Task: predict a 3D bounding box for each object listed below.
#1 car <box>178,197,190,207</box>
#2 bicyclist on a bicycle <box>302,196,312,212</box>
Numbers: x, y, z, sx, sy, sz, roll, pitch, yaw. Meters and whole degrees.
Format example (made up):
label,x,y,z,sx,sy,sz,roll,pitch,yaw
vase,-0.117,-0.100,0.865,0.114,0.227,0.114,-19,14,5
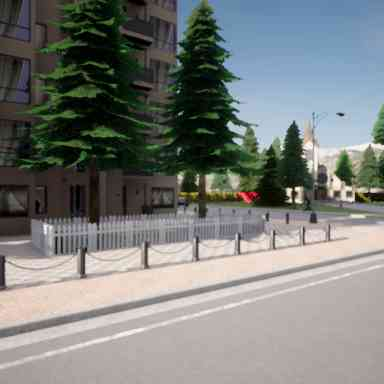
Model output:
label,x,y,z,sx,sy,sz,roll,pitch,yaw
car,-2.218,1.473,48.594,1.837,1.490,4.892,0,0,-35
bicyclist on a bicycle,12.059,1.266,34.883,1.656,1.620,0.582,0,0,-35
